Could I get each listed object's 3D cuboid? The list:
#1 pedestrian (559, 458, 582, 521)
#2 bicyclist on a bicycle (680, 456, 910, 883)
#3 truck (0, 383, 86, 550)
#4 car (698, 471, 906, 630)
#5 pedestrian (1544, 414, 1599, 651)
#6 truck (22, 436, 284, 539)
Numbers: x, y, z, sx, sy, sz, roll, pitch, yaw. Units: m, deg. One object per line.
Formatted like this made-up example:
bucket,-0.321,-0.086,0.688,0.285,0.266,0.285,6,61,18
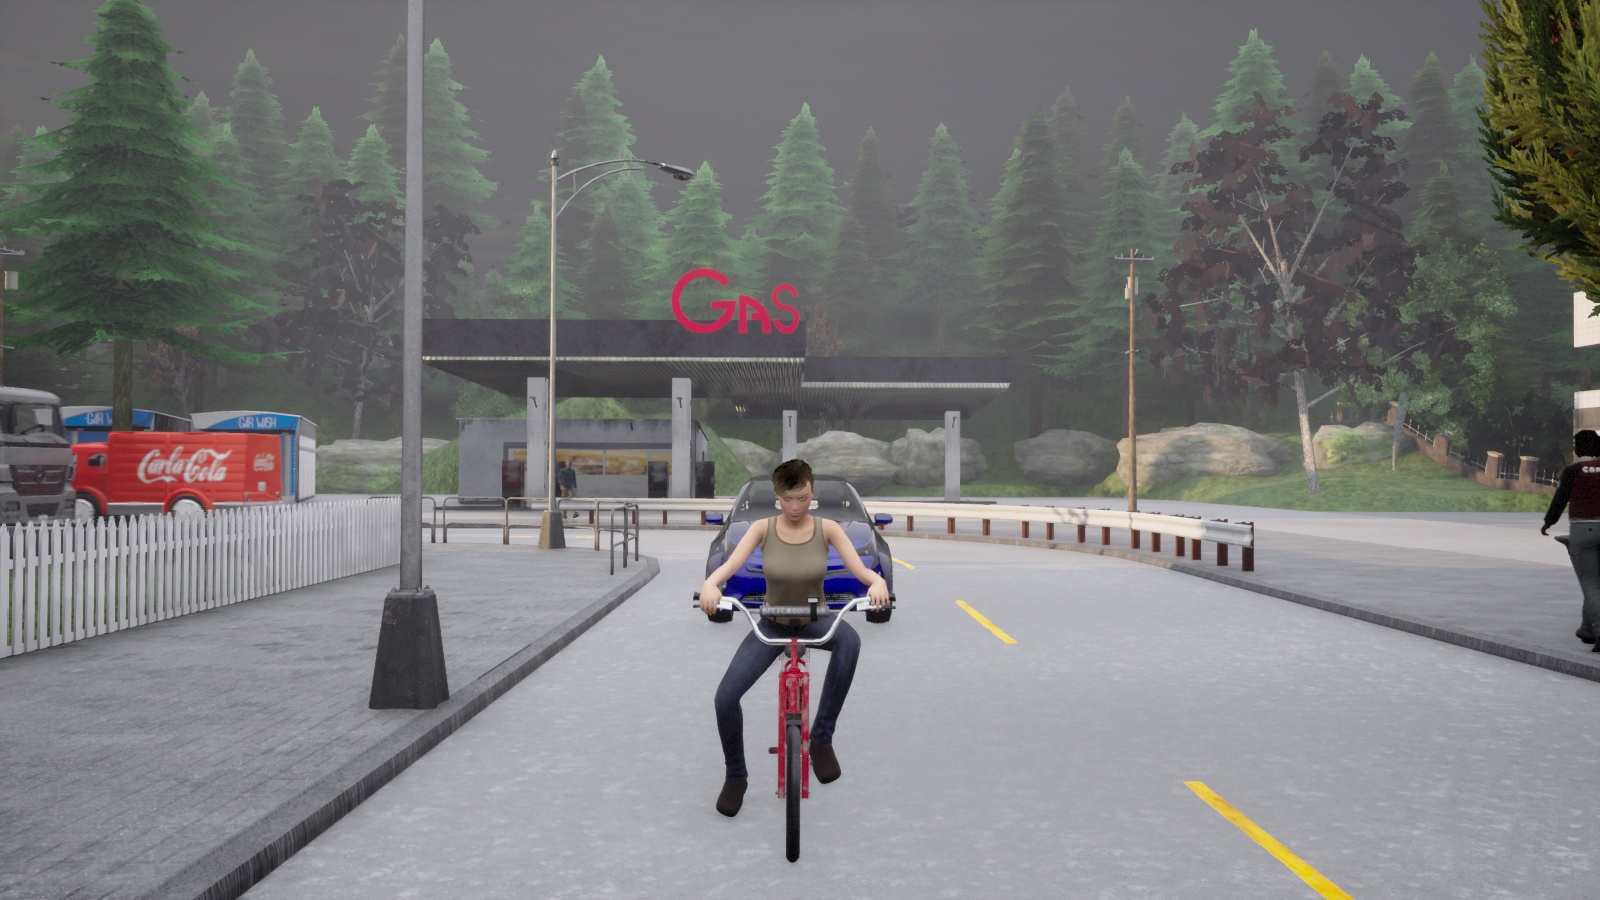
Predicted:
pedestrian,-6.783,1.173,37.109,0.402,1.842,0.726,0,-1,-36
bicyclist on a bicycle,-0.018,0.844,5.523,0.866,1.612,1.509,0,-1,0
truck,-20.395,0.373,27.402,7.936,3.462,2.891,0,-1,0
car,-0.022,1.002,14.357,2.007,1.525,4.514,0,-1,-1
pedestrian,6.655,0.675,10.563,0.402,1.930,0.666,0,-1,4
truck,-16.043,0.918,31.422,5.204,2.467,2.627,0,-1,0
